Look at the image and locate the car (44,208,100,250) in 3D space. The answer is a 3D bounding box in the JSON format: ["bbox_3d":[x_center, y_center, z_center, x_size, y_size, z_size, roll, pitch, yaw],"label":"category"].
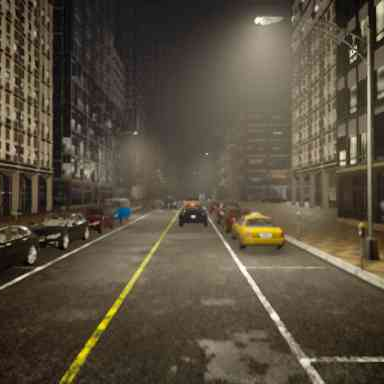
[{"bbox_3d":[-5.691,1.576,14.252,2.008,1.369,4.403,1,0,0],"label":"car"}]

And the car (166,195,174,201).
[{"bbox_3d":[-5.864,1.616,89.722,2.008,1.369,4.403,1,0,0],"label":"car"}]

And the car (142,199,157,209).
[{"bbox_3d":[-5.821,1.645,46.128,1.802,1.307,4.206,1,0,0],"label":"car"}]

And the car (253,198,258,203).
[{"bbox_3d":[15.155,1.590,70.021,4.403,1.369,2.008,0,0,1],"label":"car"}]

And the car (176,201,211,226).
[{"bbox_3d":[0.086,1.603,23.966,1.994,1.385,4.181,0,0,0],"label":"car"}]

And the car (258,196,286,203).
[{"bbox_3d":[15.079,1.485,61.641,4.507,1.381,1.887,0,0,1],"label":"car"}]

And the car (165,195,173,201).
[{"bbox_3d":[-5.861,1.593,84.540,1.752,1.417,4.829,1,0,0],"label":"car"}]

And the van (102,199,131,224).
[{"bbox_3d":[-5.695,1.382,24.880,1.690,1.788,3.998,1,0,0],"label":"van"}]

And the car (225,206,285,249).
[{"bbox_3d":[2.690,1.550,14.422,1.752,1.417,4.829,1,0,0],"label":"car"}]

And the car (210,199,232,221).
[{"bbox_3d":[2.684,1.481,24.880,1.967,1.590,4.097,1,0,0],"label":"car"}]

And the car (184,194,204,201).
[{"bbox_3d":[0.076,1.411,40.765,2.097,1.767,4.553,0,0,0],"label":"car"}]

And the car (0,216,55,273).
[{"bbox_3d":[-5.688,1.567,8.939,2.008,1.369,4.403,1,0,0],"label":"car"}]

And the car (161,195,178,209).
[{"bbox_3d":[-3.027,1.467,44.921,2.097,1.767,4.553,0,0,0],"label":"car"}]

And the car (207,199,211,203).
[{"bbox_3d":[2.677,1.598,35.508,1.887,1.381,4.507,1,0,0],"label":"car"}]

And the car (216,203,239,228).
[{"bbox_3d":[2.686,1.577,19.567,1.887,1.381,4.507,1,0,0],"label":"car"}]

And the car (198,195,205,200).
[{"bbox_3d":[2.755,1.612,95.356,2.008,1.369,4.403,1,0,0],"label":"car"}]

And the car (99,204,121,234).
[{"bbox_3d":[-5.694,1.615,19.565,1.802,1.307,4.206,1,0,0],"label":"car"}]
